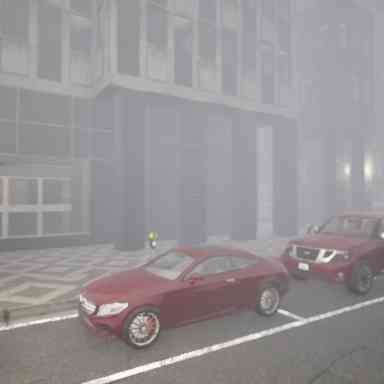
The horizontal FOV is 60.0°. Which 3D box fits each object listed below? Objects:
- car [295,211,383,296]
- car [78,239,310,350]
[{"bbox_3d":[4.805,1.491,9.287,5.009,1.841,2.192,1,-1,-32],"label":"car"},{"bbox_3d":[0.056,1.694,6.309,4.206,1.307,1.802,1,-1,-32],"label":"car"}]
